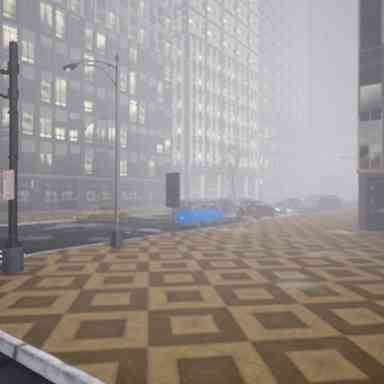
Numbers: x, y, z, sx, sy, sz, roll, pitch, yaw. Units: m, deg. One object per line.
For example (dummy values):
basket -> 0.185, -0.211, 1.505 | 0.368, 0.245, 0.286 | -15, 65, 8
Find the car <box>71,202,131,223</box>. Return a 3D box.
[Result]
car -> -6.871, 1.499, 25.524 | 1.752, 1.417, 4.829 | 0, 0, 38

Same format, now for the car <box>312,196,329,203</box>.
car -> 26.484, 1.586, 68.442 | 2.008, 1.369, 4.403 | 0, 0, 38

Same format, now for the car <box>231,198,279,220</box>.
car -> 5.488, 1.448, 28.411 | 1.967, 1.590, 4.097 | 0, 0, 38

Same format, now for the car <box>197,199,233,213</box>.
car -> 2.658, 1.531, 37.634 | 1.887, 1.381, 4.507 | 0, 0, 38

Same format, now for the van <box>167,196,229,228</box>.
van -> 0.510, 1.343, 21.793 | 1.690, 1.788, 3.998 | 0, 0, 38

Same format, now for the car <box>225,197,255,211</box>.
car -> 6.062, 1.431, 42.035 | 1.967, 1.590, 4.097 | 0, 0, 38

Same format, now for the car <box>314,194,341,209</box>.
car -> 19.103, 1.345, 46.016 | 2.192, 1.841, 5.009 | 0, 0, 38

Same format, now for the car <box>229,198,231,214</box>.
car -> 2.379, 1.343, 33.234 | 2.097, 1.767, 4.553 | 0, 0, 38

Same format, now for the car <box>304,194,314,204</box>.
car -> 23.081, 1.342, 64.041 | 2.192, 1.841, 5.009 | 0, 0, 38

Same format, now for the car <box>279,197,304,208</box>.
car -> 14.072, 1.509, 48.198 | 1.882, 1.535, 5.008 | 0, 0, 38
